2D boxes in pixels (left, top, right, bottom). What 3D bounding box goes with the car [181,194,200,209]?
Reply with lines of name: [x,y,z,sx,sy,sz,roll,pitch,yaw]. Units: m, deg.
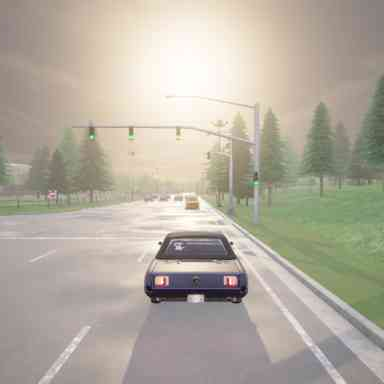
car: [-0.054,1.086,46.293,1.882,1.535,5.008,-3,17,-3]

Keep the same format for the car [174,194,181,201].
car: [-3.361,1.545,80.827,1.994,1.385,4.181,0,0,0]

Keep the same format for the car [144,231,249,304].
car: [0.093,1.601,8.116,1.895,1.301,4.718,0,0,0]

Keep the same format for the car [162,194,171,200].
car: [-6.844,1.372,90.836,2.033,1.411,5.357,0,0,0]

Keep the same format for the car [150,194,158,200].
car: [-10.344,1.332,90.842,1.837,1.490,4.892,0,0,0]

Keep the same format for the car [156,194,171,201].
car: [-6.862,1.531,80.416,2.033,1.411,5.357,0,0,0]

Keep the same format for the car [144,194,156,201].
car: [-10.362,1.531,80.422,2.033,1.411,5.357,0,0,0]

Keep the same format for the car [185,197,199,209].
car: [0.021,1.576,49.784,2.033,1.411,5.357,-1,1,1]

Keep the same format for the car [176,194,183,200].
car: [-3.344,1.356,90.830,1.812,1.442,4.674,0,0,0]
